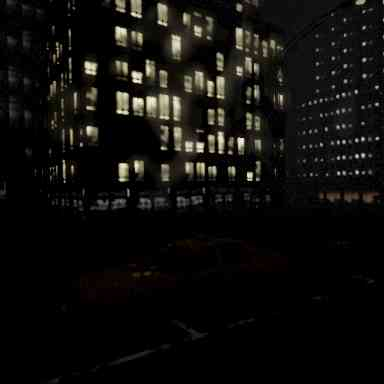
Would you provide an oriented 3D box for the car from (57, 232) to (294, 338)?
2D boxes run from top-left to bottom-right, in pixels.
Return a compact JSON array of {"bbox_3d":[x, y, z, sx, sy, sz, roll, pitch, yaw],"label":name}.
[{"bbox_3d":[-0.024,1.520,6.560,4.829,1.417,1.752,0,-1,-35],"label":"car"}]

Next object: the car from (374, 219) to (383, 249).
[{"bbox_3d":[9.271,1.294,13.196,5.009,1.841,2.192,0,-1,-35],"label":"car"}]
